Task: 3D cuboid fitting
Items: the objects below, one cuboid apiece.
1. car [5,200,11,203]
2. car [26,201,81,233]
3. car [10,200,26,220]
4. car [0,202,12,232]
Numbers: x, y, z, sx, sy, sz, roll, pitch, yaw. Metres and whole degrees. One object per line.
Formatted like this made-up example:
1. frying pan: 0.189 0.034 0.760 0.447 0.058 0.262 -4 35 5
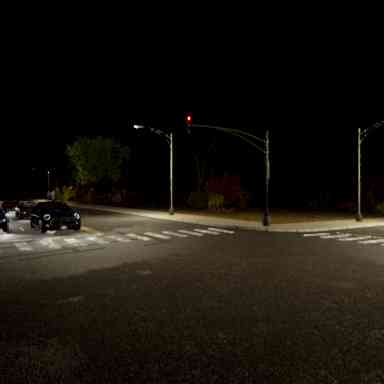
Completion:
1. car: -22.025 1.600 40.875 1.895 1.301 4.718 0 0 -33
2. car: -8.240 1.355 19.907 2.097 1.767 4.553 0 0 -35
3. car: -14.049 1.550 28.665 2.033 1.411 5.357 0 0 -33
4. car: -11.958 1.533 19.540 1.812 1.442 4.674 0 0 -33
